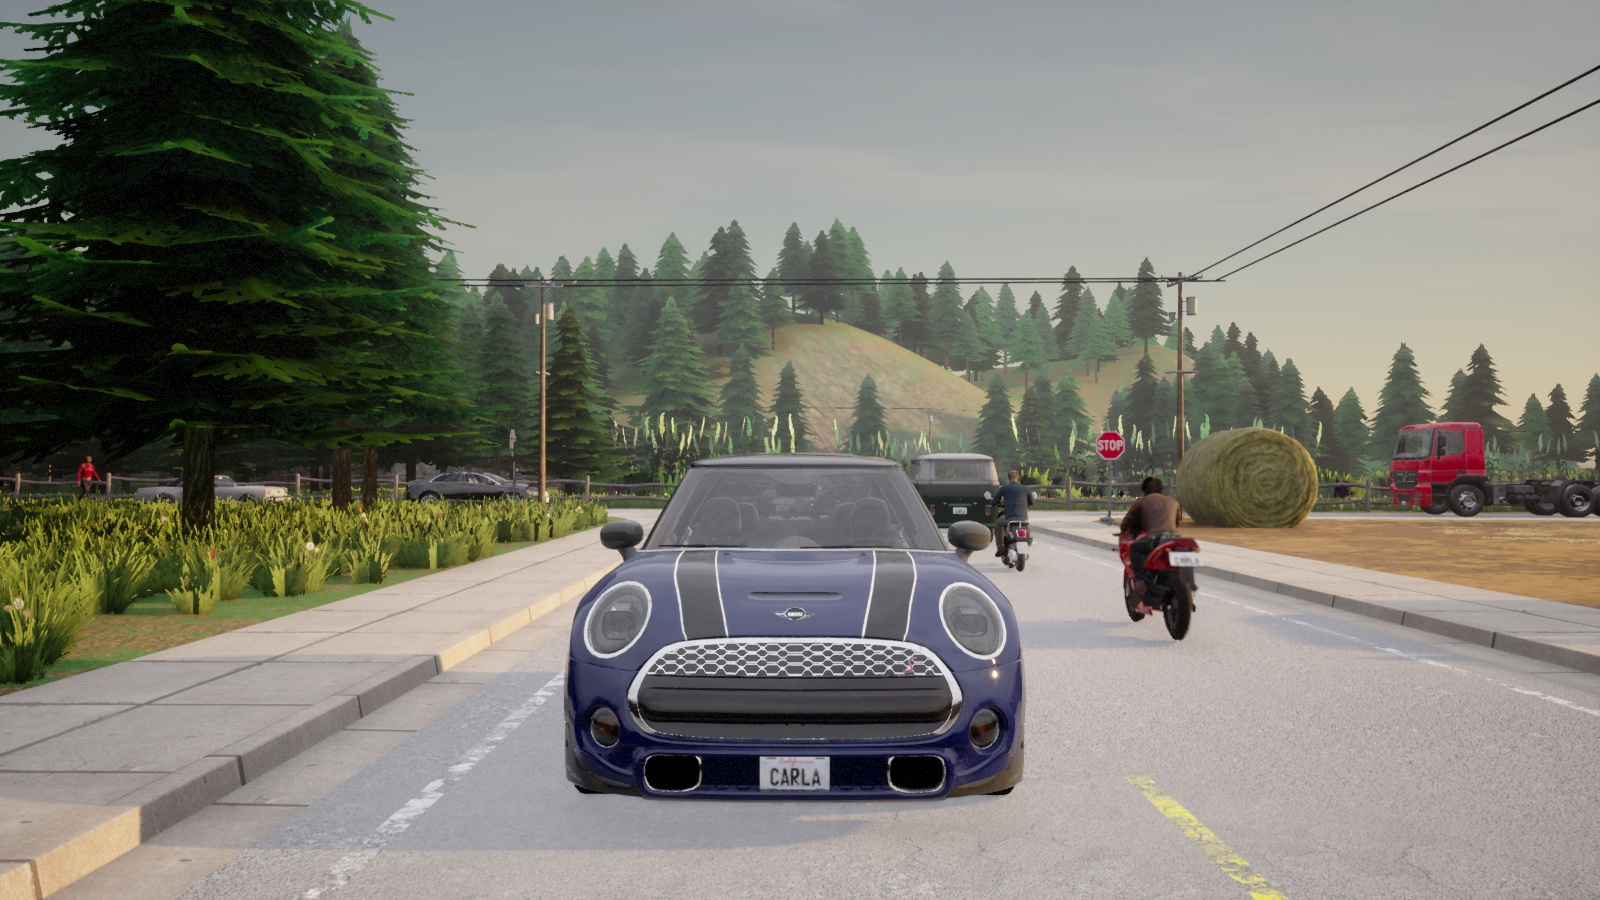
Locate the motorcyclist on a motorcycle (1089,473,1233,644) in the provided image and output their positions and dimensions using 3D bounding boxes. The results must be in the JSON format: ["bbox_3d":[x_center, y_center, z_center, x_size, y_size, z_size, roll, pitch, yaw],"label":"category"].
[{"bbox_3d":[3.468,0.988,12.262,0.797,1.523,2.044,0,-1,0],"label":"motorcyclist on a motorcycle"}]

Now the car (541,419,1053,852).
[{"bbox_3d":[-0.021,0.798,7.441,2.097,1.767,4.553,0,-1,0],"label":"car"}]

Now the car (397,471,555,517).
[{"bbox_3d":[-11.184,1.512,43.634,4.902,1.511,2.128,0,-1,3],"label":"car"}]

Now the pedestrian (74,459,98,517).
[{"bbox_3d":[-22.619,1.197,39.807,0.636,1.846,0.331,-1,-1,22],"label":"pedestrian"}]

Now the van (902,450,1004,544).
[{"bbox_3d":[3.424,1.038,28.899,1.775,1.987,4.442,0,-1,0],"label":"van"}]

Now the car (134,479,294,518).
[{"bbox_3d":[-20.475,1.699,44.022,4.718,1.301,1.895,0,-1,1],"label":"car"}]

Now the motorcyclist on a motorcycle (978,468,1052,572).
[{"bbox_3d":[3.447,1.094,20.250,0.866,1.590,1.817,0,-1,0],"label":"motorcyclist on a motorcycle"}]

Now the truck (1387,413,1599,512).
[{"bbox_3d":[25.905,0.455,45.448,7.936,3.462,2.891,0,-1,3],"label":"truck"}]
